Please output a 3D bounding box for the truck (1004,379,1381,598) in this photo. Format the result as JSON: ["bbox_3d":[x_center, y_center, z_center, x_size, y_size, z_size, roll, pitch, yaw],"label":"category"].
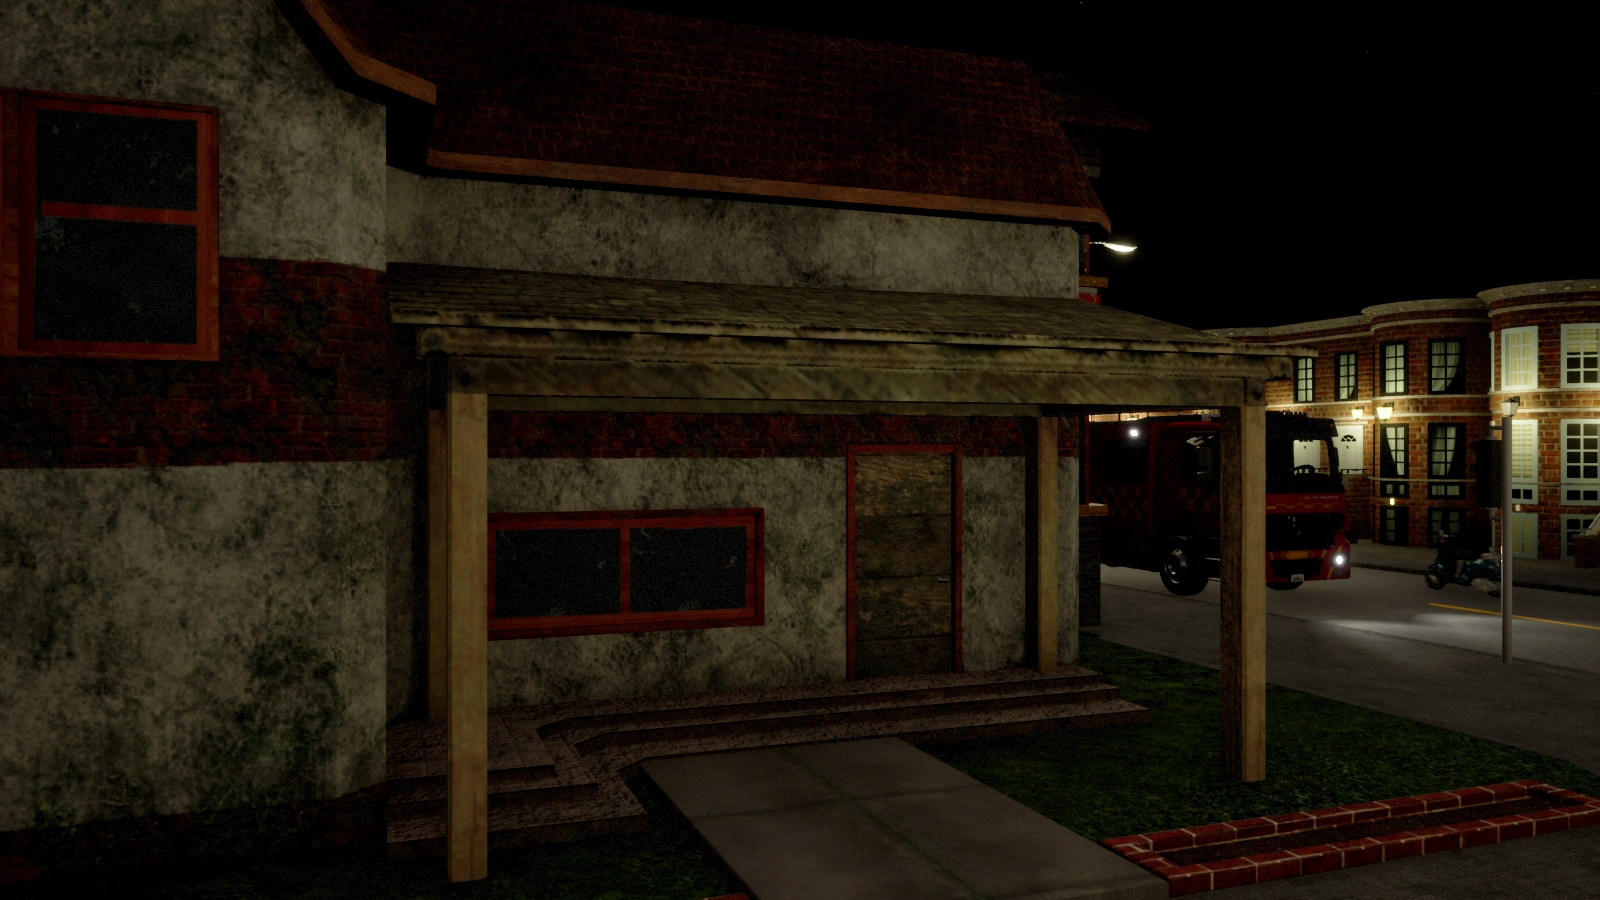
[{"bbox_3d":[7.818,0.670,24.411,2.891,3.827,8.468,0,0,-20],"label":"truck"}]
